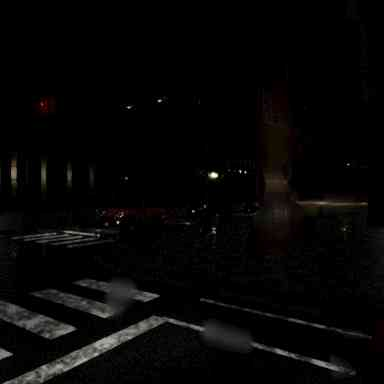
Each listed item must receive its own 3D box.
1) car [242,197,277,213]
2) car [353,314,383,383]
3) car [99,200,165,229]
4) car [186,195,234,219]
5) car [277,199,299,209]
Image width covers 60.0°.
[{"bbox_3d":[7.429,1.396,37.676,2.097,1.767,4.553,0,0,35],"label":"car"},{"bbox_3d":[3.598,1.222,1.125,5.566,2.045,2.150,0,0,36],"label":"car"},{"bbox_3d":[-3.870,1.373,21.928,2.097,1.767,4.553,0,0,35],"label":"car"},{"bbox_3d":[1.731,1.253,29.757,2.150,2.045,5.566,0,0,36],"label":"car"},{"bbox_3d":[13.158,1.621,45.614,1.994,1.385,4.181,0,0,36],"label":"car"}]
